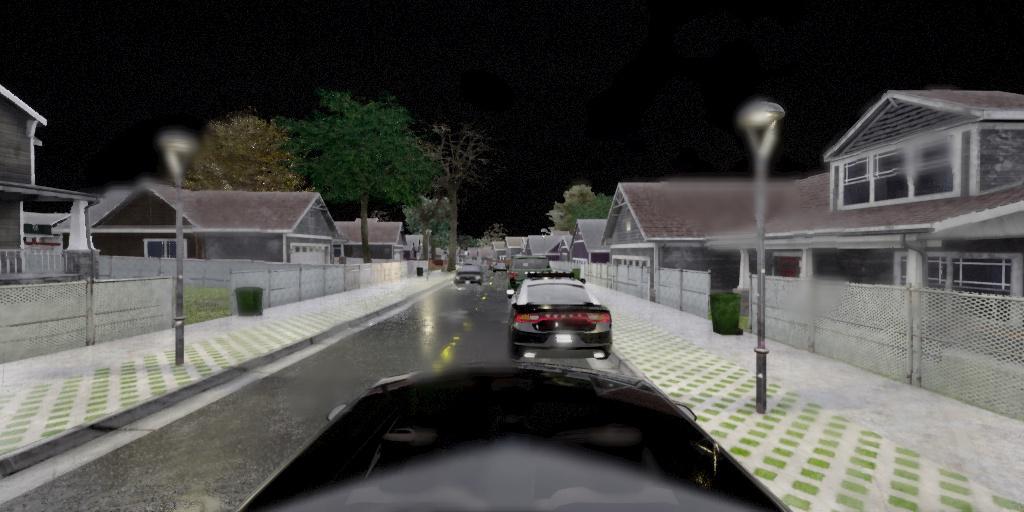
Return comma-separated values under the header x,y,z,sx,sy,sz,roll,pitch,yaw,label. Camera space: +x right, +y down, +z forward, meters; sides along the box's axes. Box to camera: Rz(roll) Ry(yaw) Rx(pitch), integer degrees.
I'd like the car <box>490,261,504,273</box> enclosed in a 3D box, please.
x,y,z,sx,sy,sz,roll,pitch,yaw,label
-1.507,1.477,47.472,1.994,1.385,4.181,0,0,-4,car

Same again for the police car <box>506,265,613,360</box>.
x,y,z,sx,sy,sz,roll,pitch,yaw,label
0.899,1.180,8.505,1.930,1.638,5.238,0,0,0,police car

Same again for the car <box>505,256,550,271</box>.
x,y,z,sx,sy,sz,roll,pitch,yaw,label
0.847,1.001,18.479,2.150,2.045,5.566,0,0,-1,car

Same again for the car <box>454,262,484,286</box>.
x,y,z,sx,sy,sz,roll,pitch,yaw,label
-2.973,1.343,25.935,2.033,1.411,5.357,0,0,-2,car
